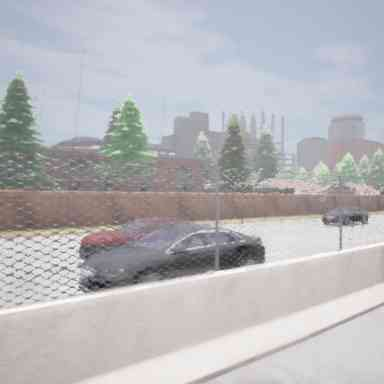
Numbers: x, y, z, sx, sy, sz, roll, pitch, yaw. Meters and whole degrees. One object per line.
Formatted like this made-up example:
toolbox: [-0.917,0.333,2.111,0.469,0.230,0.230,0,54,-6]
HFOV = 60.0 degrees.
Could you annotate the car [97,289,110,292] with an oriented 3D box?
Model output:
car: [-0.230,1.595,8.270,4.902,1.511,2.128,1,-1,-37]
